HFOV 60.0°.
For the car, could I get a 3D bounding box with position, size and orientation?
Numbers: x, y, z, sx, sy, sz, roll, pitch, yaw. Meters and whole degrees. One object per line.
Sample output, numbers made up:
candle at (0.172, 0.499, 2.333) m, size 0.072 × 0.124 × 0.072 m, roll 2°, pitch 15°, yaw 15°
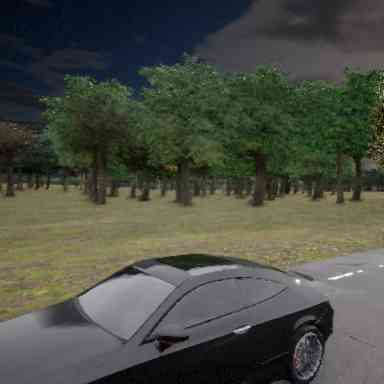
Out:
car at (-0.230, 1.525, 3.829) m, size 4.674 × 1.442 × 1.812 m, roll 0°, pitch 0°, yaw -35°
